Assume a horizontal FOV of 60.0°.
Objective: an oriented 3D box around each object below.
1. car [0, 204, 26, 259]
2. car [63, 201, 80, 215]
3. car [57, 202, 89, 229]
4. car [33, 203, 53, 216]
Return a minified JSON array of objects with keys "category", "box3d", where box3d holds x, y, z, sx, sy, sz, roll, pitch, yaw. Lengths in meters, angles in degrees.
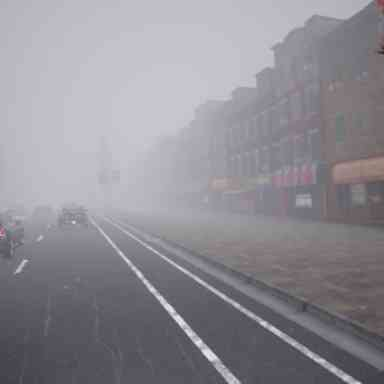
[{"category":"car","box3d":[-8.063,1.555,13.223,2.097,1.767,4.553,-2,0,-20]},{"category":"car","box3d":[-14.988,1.988,41.444,1.837,1.490,4.892,-2,0,-20]},{"category":"car","box3d":[-8.514,1.700,23.826,1.837,1.490,4.892,-2,1,-20]},{"category":"car","box3d":[-18.036,2.103,40.349,1.812,1.442,4.674,-2,-1,-20]}]
